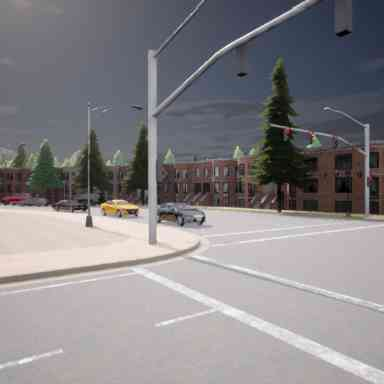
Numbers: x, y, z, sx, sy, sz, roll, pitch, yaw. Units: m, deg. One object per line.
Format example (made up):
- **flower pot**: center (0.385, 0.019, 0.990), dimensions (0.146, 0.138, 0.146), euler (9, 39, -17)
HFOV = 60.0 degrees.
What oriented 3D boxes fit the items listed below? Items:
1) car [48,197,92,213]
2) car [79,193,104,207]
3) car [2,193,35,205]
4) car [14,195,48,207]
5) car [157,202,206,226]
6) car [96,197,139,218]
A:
- **car**: center (-13.914, 1.601, 37.954), dimensions (4.718, 1.301, 1.895), euler (0, 0, 37)
- **car**: center (-16.005, 1.219, 51.675), dimensions (5.566, 2.045, 2.150), euler (0, 0, 26)
- **car**: center (-28.982, 1.221, 55.956), dimensions (5.566, 2.045, 2.150), euler (0, 0, 10)
- **car**: center (-24.121, 1.547, 51.169), dimensions (5.357, 1.411, 2.033), euler (0, 0, 17)
- **car**: center (-0.991, 1.492, 23.328), dimensions (2.128, 1.511, 4.902), euler (0, 0, -36)
- **car**: center (-6.743, 1.478, 30.891), dimensions (1.882, 1.535, 5.008), euler (0, 0, -40)
